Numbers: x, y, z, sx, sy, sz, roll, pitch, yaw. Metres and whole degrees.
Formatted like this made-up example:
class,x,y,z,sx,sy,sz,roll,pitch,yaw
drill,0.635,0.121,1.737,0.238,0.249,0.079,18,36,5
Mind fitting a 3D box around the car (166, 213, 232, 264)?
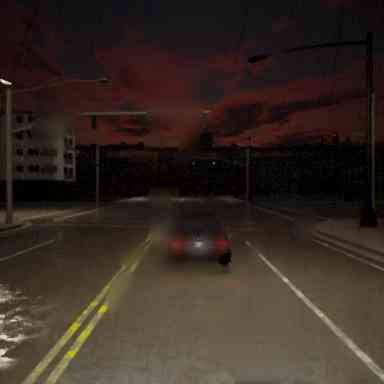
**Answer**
class,x,y,z,sx,sy,sz,roll,pitch,yaw
car,0.115,1.403,11.152,2.033,1.411,5.357,0,1,-2
